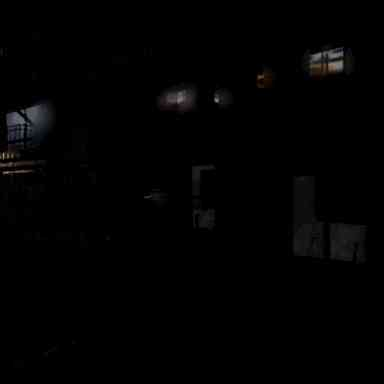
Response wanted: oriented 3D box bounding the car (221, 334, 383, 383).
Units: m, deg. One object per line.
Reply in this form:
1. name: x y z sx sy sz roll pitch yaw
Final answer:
1. car: 1.847 1.440 1.557 4.097 1.590 1.967 0 0 36
